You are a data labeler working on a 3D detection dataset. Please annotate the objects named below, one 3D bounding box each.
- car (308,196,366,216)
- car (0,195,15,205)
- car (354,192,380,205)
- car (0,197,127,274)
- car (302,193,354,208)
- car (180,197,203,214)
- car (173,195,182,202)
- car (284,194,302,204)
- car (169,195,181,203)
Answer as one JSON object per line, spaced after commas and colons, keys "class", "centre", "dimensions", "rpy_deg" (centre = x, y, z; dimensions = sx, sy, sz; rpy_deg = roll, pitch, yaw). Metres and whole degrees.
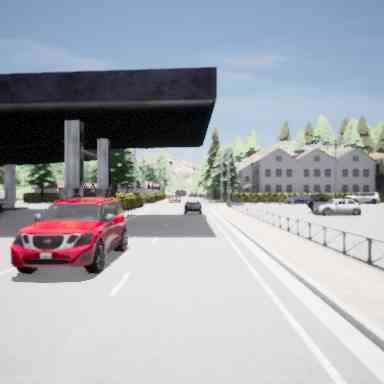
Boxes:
{"class": "car", "centre": [12.693, 1.362, 29.300], "dimensions": [3.806, 1.475, 1.970], "rpy_deg": [0, 0, 0]}
{"class": "car", "centre": [-30.688, 1.290, 51.846], "dimensions": [5.008, 1.535, 1.882], "rpy_deg": [0, -1, -5]}
{"class": "car", "centre": [28.170, 1.031, 55.298], "dimensions": [5.566, 2.045, 2.150], "rpy_deg": [0, 0, 0]}
{"class": "car", "centre": [-3.597, 1.222, 10.940], "dimensions": [2.150, 2.045, 5.566], "rpy_deg": [0, 0, 0]}
{"class": "car", "centre": [13.286, 1.078, 32.628], "dimensions": [3.866, 1.878, 1.905], "rpy_deg": [0, 0, 0]}
{"class": "car", "centre": [0.107, 1.493, 35.015], "dimensions": [2.128, 1.511, 4.902], "rpy_deg": [0, 0, 0]}
{"class": "car", "centre": [-3.476, 1.542, 79.540], "dimensions": [2.033, 1.411, 5.357], "rpy_deg": [0, 0, 0]}
{"class": "car", "centre": [17.679, 1.162, 55.267], "dimensions": [4.553, 1.767, 2.097], "rpy_deg": [0, 0, 0]}
{"class": "car", "centre": [-3.467, 1.356, 66.895], "dimensions": [2.097, 1.767, 4.553], "rpy_deg": [0, 0, 0]}
